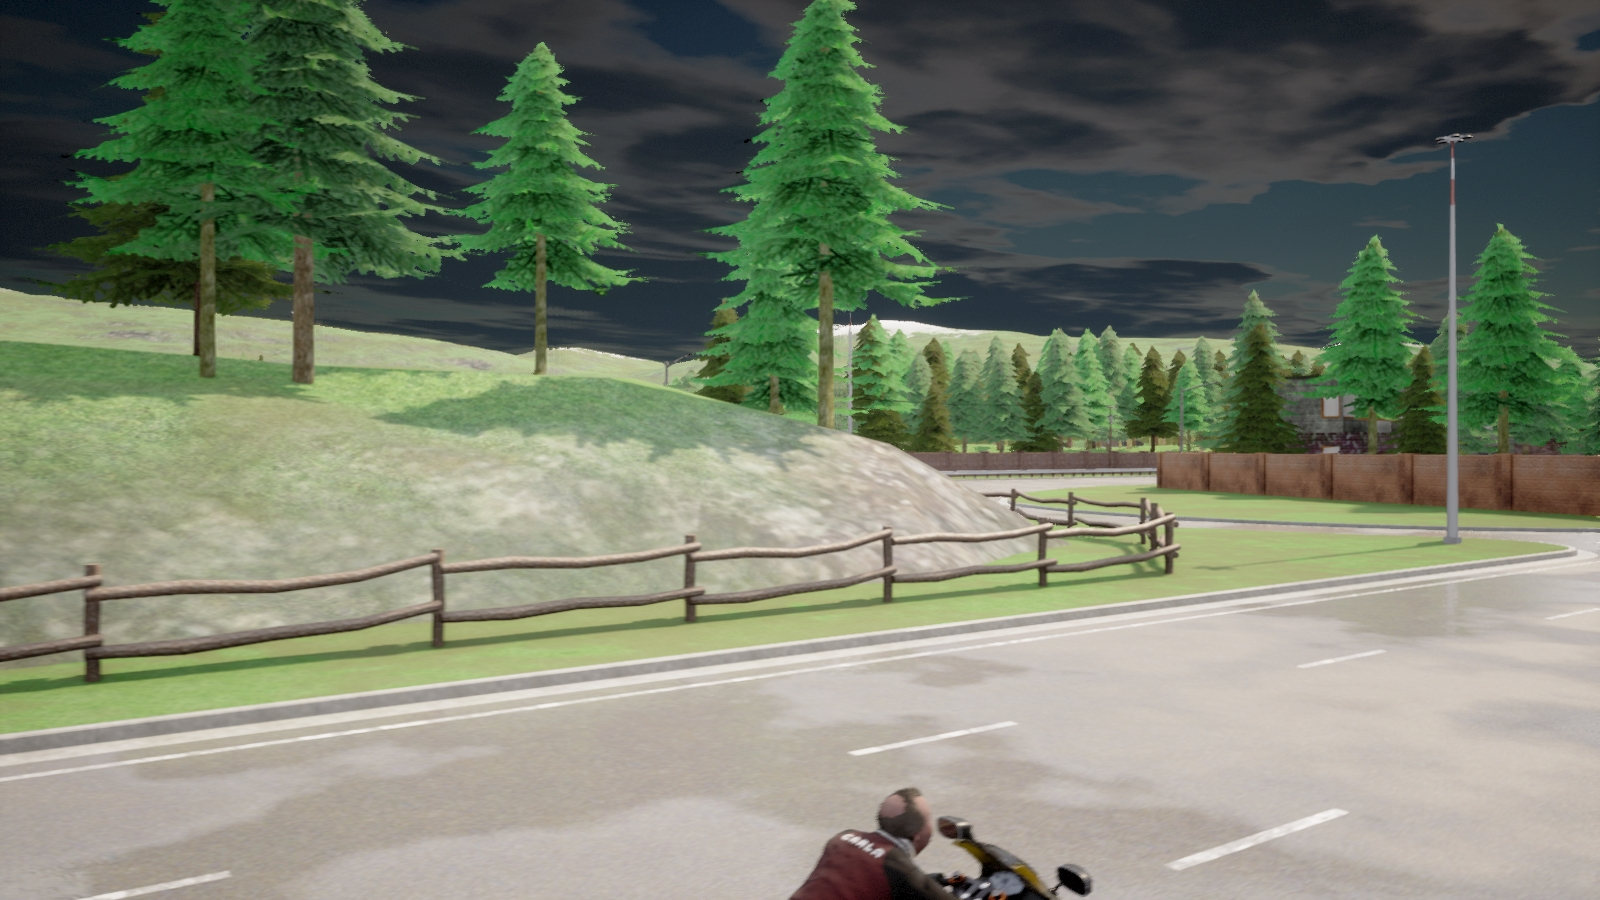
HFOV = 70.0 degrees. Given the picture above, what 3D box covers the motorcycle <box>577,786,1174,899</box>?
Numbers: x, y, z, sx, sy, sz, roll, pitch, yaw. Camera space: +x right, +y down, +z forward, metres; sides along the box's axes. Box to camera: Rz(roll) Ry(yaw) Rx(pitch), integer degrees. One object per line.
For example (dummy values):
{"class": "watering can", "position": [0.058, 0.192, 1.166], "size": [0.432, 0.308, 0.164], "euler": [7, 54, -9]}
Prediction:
{"class": "motorcycle", "position": [0.356, 2.205, 4.359], "size": [2.209, 1.251, 0.867], "euler": [0, 1, -35]}
